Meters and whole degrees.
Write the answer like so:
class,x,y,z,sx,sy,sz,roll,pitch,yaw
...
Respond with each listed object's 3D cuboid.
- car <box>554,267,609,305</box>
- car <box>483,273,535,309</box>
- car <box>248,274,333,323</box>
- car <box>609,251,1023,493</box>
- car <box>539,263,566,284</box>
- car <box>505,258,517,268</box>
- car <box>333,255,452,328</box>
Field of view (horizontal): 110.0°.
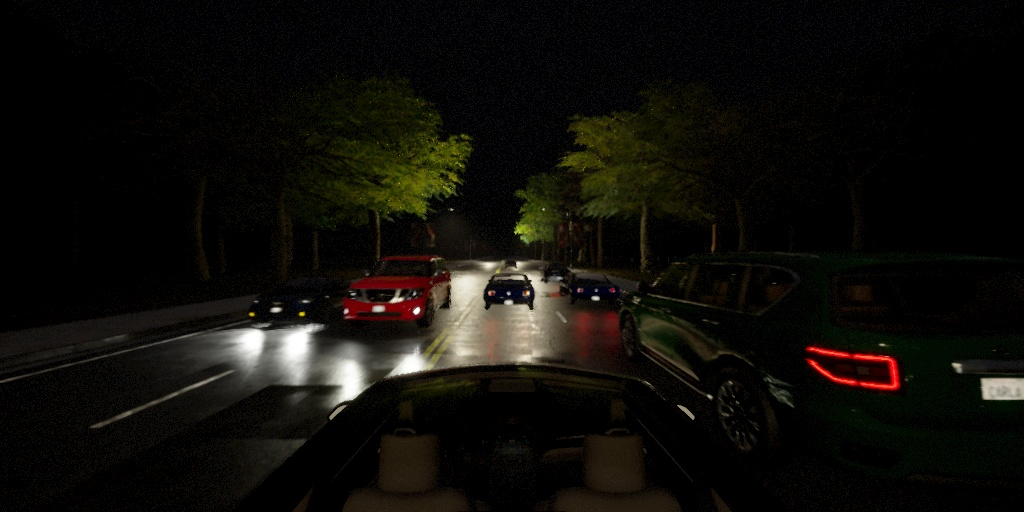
class,x,y,z,sx,sy,sz,roll,pitch,yaw
car,3.233,1.352,16.062,1.895,1.301,4.718,0,0,0
car,-0.093,1.353,14.903,1.895,1.301,4.718,0,0,0
car,-6.610,1.319,12.045,1.994,1.385,4.181,0,0,0
car,3.250,0.973,5.051,2.150,2.045,5.566,0,0,0
car,3.193,1.248,27.043,1.837,1.490,4.892,0,0,0
car,-0.201,1.131,57.461,2.128,1.511,4.902,0,1,-1
car,-3.360,0.976,11.778,2.150,2.045,5.566,0,0,0
